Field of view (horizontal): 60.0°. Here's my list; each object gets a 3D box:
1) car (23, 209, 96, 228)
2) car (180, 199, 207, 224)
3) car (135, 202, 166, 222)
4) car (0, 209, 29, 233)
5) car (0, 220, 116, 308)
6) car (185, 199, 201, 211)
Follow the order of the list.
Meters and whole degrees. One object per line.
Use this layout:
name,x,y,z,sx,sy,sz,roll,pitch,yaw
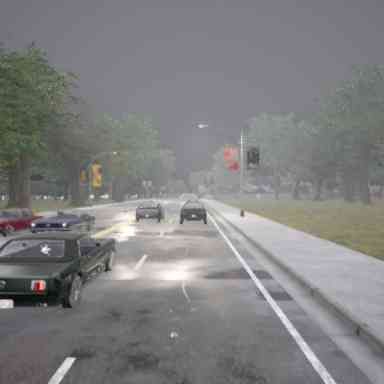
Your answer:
car,-6.595,1.584,17.459,1.895,1.301,4.718,0,0,0
car,0.099,1.463,24.855,1.882,1.535,5.008,0,0,0
car,-3.151,1.477,25.685,2.128,1.511,4.902,0,0,0
car,-9.845,1.584,17.858,1.895,1.301,4.718,0,0,0
car,-3.150,1.591,7.812,1.895,1.301,4.718,0,0,0
car,0.099,1.575,42.751,1.994,1.385,4.181,0,0,0
